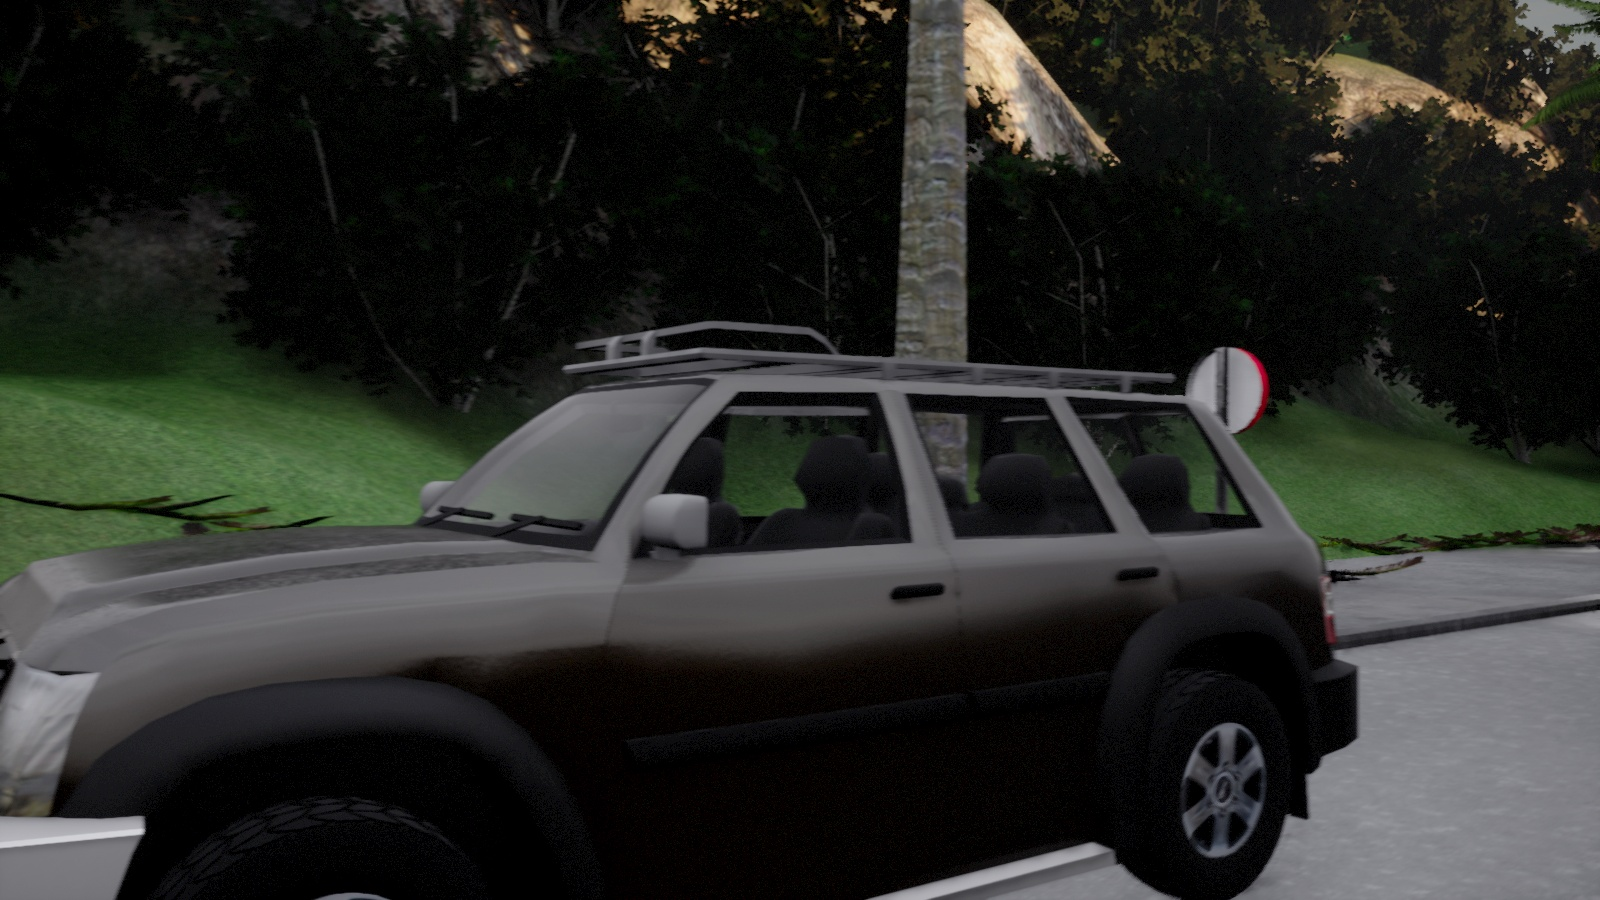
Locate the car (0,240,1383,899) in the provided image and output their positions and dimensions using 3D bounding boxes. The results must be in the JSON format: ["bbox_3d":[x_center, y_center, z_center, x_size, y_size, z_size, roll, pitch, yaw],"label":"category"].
[{"bbox_3d":[-0.325,0.572,4.041,4.605,1.855,1.932,0,0,-35],"label":"car"}]
